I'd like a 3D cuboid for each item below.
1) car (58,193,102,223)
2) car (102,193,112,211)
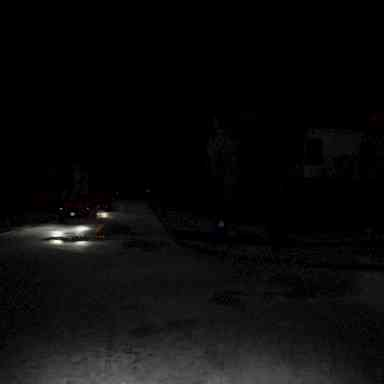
[{"bbox_3d":[-8.517,1.145,25.283,2.150,2.045,5.566,1,0,-9],"label":"car"},{"bbox_3d":[-10.745,1.158,39.280,2.150,2.045,5.566,1,1,-9],"label":"car"}]
